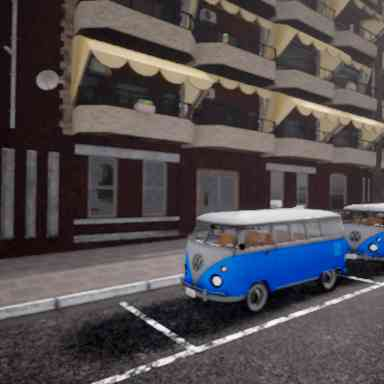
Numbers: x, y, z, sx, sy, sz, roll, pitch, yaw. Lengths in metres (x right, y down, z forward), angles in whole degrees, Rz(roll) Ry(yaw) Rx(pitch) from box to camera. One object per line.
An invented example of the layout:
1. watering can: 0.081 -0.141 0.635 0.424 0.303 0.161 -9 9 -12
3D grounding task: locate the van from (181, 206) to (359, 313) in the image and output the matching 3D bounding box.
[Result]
1. van: 1.694 1.299 7.289 3.998 1.788 1.690 -1 2 -36

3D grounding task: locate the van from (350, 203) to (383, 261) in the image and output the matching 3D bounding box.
1. van: 6.189 1.257 10.512 3.998 1.788 1.690 -1 2 -36
